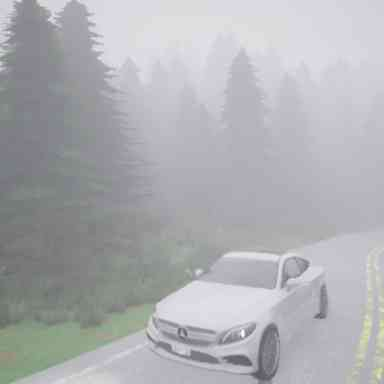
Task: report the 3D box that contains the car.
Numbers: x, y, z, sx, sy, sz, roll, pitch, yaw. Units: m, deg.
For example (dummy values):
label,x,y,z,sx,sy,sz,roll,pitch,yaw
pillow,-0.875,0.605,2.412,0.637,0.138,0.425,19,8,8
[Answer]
label,x,y,z,sx,sy,sz,roll,pitch,yaw
car,1.188,1.825,6.171,1.812,1.442,4.674,-4,-4,35
